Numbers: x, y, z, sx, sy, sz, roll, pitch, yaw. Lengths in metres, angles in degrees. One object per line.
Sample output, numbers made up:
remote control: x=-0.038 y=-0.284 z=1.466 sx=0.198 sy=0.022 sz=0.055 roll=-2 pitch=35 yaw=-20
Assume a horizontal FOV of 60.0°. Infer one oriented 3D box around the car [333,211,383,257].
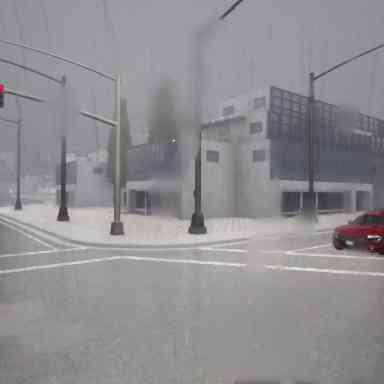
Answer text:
car: x=7.625 y=1.542 z=13.411 sx=5.008 sy=1.535 sz=1.882 roll=0 pitch=0 yaw=-38
